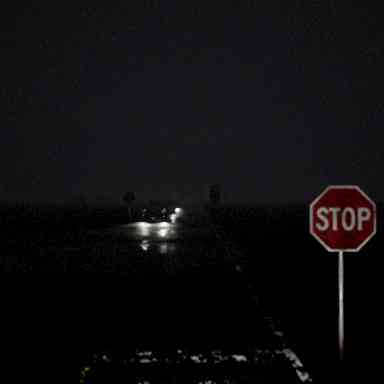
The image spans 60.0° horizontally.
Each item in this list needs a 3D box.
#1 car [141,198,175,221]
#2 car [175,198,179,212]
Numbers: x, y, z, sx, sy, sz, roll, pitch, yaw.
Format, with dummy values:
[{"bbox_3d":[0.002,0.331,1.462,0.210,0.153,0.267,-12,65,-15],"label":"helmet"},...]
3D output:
[{"bbox_3d":[-2.940,1.471,28.124,2.097,1.767,4.553,0,0,2],"label":"car"},{"bbox_3d":[-2.838,1.675,38.251,1.837,1.490,4.892,0,0,0],"label":"car"}]
